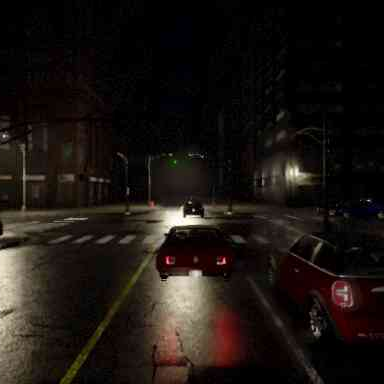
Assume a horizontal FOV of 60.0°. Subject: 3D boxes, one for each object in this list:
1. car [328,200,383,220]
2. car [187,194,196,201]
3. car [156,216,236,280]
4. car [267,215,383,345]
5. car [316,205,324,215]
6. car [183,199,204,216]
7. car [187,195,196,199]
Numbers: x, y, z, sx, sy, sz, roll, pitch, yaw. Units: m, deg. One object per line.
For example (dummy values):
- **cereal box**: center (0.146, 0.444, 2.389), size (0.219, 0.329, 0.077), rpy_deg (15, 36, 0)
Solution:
- **car**: center (14.166, 1.542, 28.032), size (4.674, 1.442, 1.812), rpy_deg (0, 0, 2)
- **car**: center (-0.159, 1.464, 84.715), size (2.097, 1.767, 4.553), rpy_deg (0, 0, 0)
- **car**: center (0.089, 1.623, 9.984), size (1.895, 1.301, 4.718), rpy_deg (0, 0, 0)
- **car**: center (2.757, 1.454, 6.424), size (1.967, 1.590, 4.097), rpy_deg (0, 0, 0)
- **car**: center (14.202, 1.512, 31.272), size (4.892, 1.490, 1.837), rpy_deg (0, 0, 1)
- **car**: center (0.144, 1.639, 32.306), size (1.994, 1.385, 4.181), rpy_deg (0, 0, 0)
- **car**: center (-0.115, 1.564, 74.706), size (2.097, 1.767, 4.553), rpy_deg (0, 0, 0)
